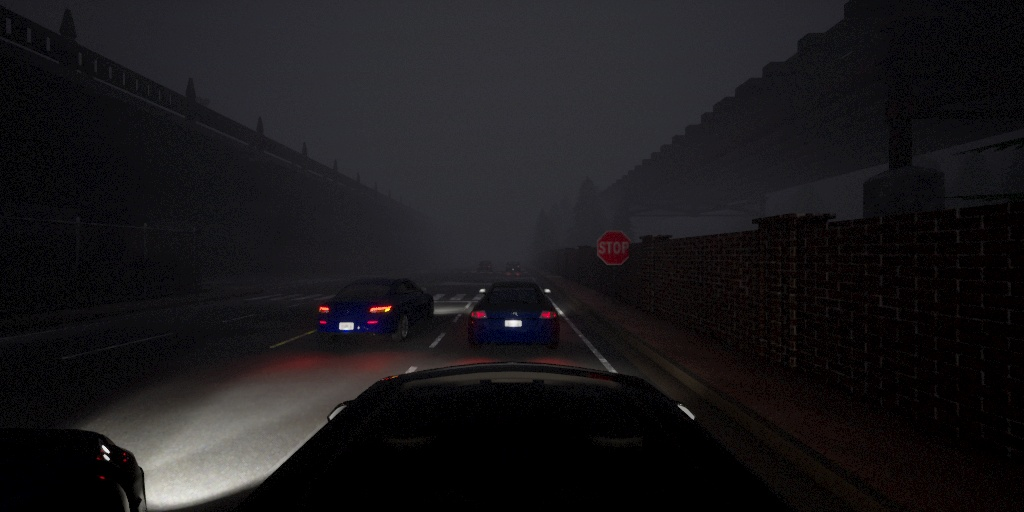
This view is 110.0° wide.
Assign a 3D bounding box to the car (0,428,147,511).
[{"bbox_3d":[-3.398,1.314,0.584,1.994,1.385,4.181,0,0,0],"label":"car"}]

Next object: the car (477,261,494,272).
[{"bbox_3d":[-3.392,1.297,45.817,2.033,1.411,5.357,0,0,-1],"label":"car"}]

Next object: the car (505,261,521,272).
[{"bbox_3d":[0.103,1.351,45.975,1.895,1.301,4.718,0,0,-1],"label":"car"}]

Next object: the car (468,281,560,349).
[{"bbox_3d":[0.070,1.314,9.157,1.994,1.385,4.181,0,0,1],"label":"car"}]

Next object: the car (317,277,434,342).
[{"bbox_3d":[-3.411,1.276,9.680,1.812,1.442,4.674,0,0,0],"label":"car"}]
